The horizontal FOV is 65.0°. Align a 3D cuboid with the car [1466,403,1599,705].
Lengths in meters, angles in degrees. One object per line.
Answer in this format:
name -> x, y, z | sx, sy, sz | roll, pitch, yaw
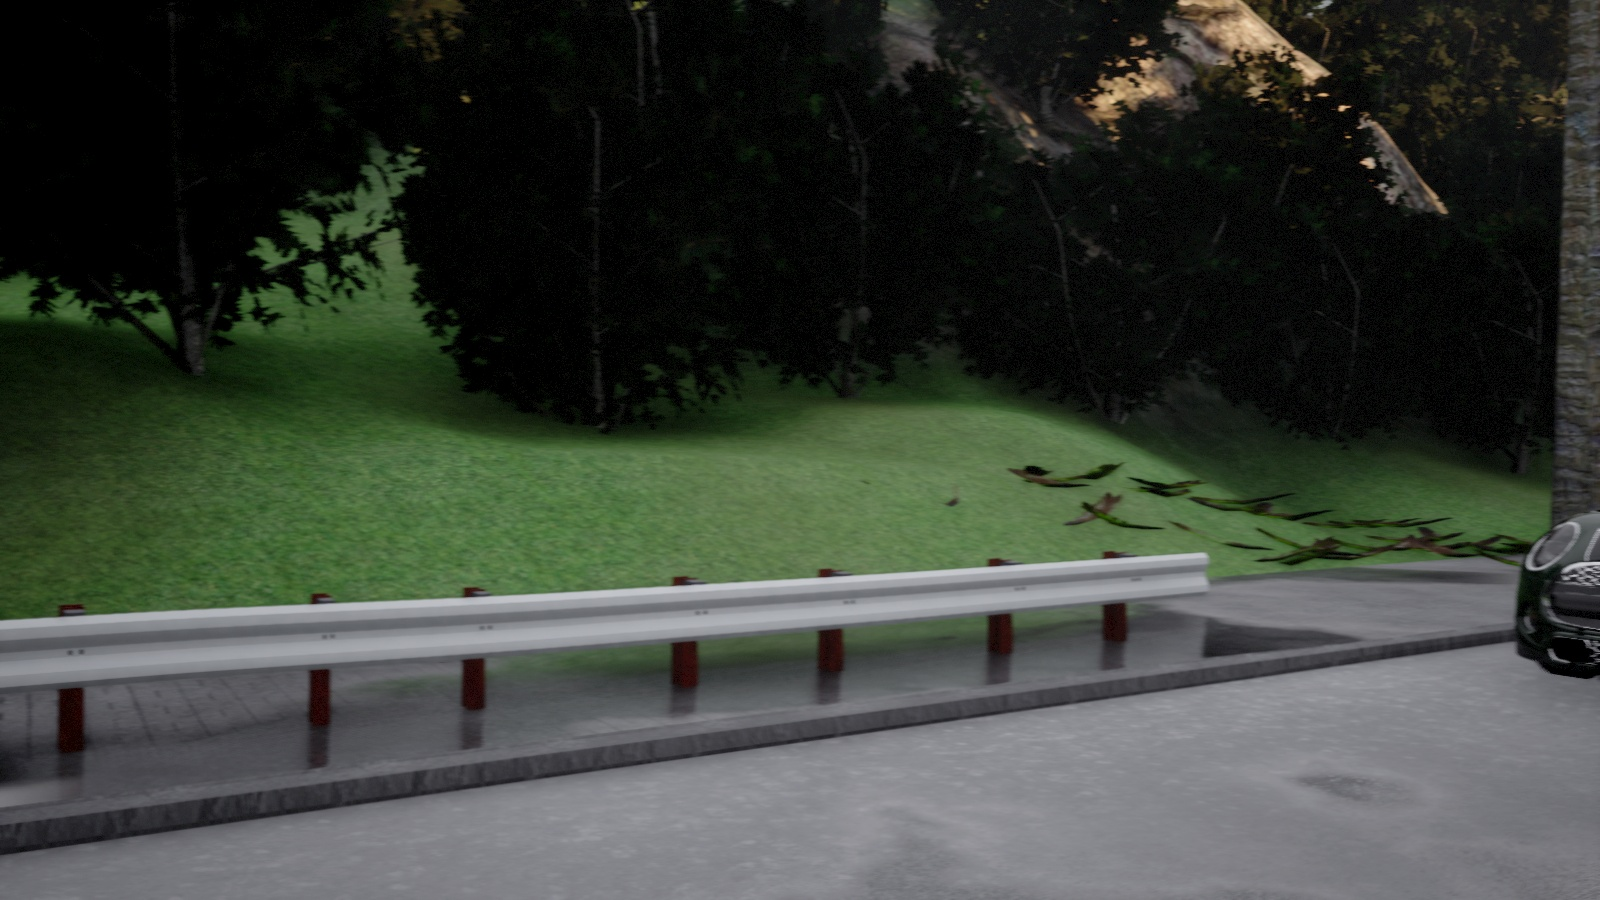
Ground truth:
car -> 6.742, 0.607, 8.321 | 4.553, 1.767, 2.097 | 0, 0, -32
